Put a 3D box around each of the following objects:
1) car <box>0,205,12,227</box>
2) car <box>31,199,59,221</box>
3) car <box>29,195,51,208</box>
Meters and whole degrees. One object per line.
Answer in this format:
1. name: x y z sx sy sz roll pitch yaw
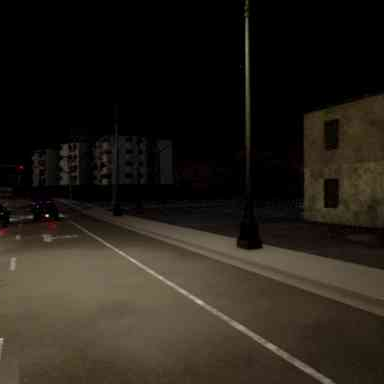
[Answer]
1. car: -14.020 1.651 23.609 2.128 1.511 4.902 -1 0 -26
2. car: -12.613 1.632 28.633 1.837 1.490 4.892 -1 0 -26
3. car: -17.860 1.318 39.226 2.150 2.045 5.566 -1 1 -26
